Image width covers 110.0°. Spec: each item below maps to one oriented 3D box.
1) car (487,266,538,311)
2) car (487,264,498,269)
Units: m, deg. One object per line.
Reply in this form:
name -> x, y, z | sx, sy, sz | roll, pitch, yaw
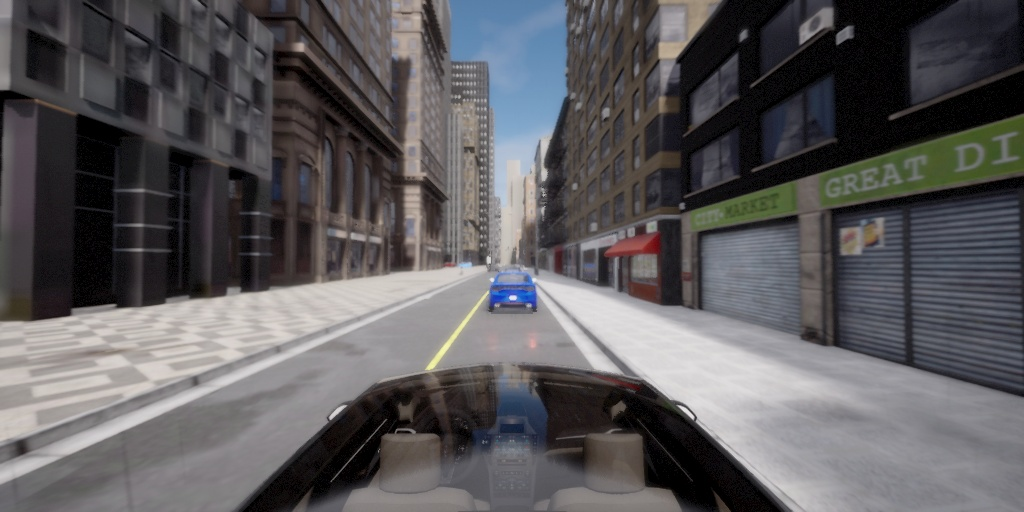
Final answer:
car -> 0.054, 1.390, 15.401 | 1.882, 1.535, 5.008 | 0, 0, 0
car -> -3.052, 2.043, 59.885 | 1.837, 1.490, 4.892 | 0, -1, 0
